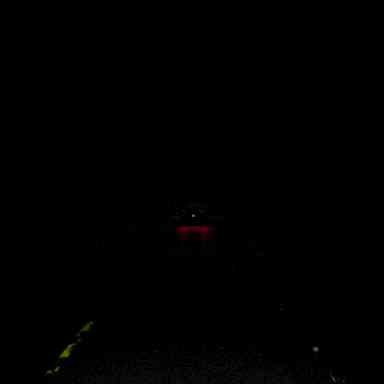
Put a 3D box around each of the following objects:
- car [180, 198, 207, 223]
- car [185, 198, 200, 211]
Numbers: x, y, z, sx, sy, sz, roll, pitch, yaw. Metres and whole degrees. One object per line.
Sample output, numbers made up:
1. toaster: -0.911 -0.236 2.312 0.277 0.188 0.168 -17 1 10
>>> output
1. car: 0.100 1.474 25.312 1.882 1.535 5.008 0 0 0
2. car: 0.104 1.497 42.726 1.837 1.490 4.892 0 0 0
